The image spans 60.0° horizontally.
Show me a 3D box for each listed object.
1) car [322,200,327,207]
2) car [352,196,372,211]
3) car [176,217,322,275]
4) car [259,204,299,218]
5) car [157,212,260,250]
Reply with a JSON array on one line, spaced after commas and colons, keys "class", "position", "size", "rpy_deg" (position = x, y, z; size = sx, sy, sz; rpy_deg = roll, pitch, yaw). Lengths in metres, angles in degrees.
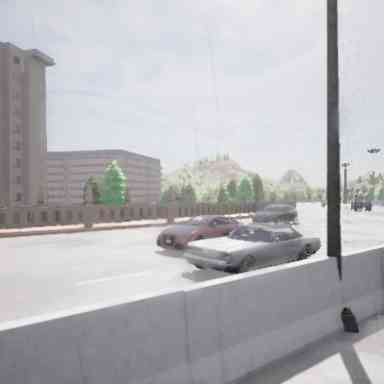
[{"class": "car", "position": [25.068, 2.102, 61.261], "size": [1.994, 1.385, 4.181], "rpy_deg": [0, -1, 16]}, {"class": "car", "position": [24.534, 1.625, 48.197], "size": [2.150, 2.045, 5.566], "rpy_deg": [0, -1, 22]}, {"class": "car", "position": [2.025, 1.673, 10.322], "size": [4.718, 1.301, 1.895], "rpy_deg": [0, -1, -41]}, {"class": "car", "position": [6.234, 1.696, 24.419], "size": [1.837, 1.490, 4.892], "rpy_deg": [0, 0, 40]}, {"class": "car", "position": [0.607, 1.661, 13.787], "size": [4.181, 1.385, 1.994], "rpy_deg": [0, -1, -42]}]
